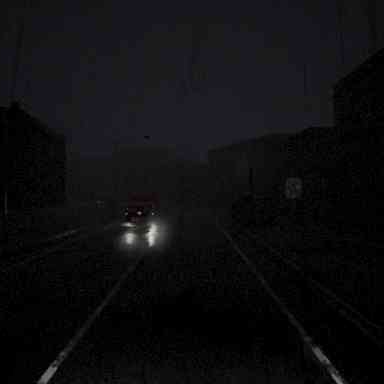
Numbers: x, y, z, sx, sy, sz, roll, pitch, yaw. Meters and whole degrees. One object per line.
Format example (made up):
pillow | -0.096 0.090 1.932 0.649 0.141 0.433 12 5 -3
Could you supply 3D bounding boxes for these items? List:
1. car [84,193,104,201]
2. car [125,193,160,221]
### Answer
car | -18.898 1.039 63.926 4.902 1.511 2.128 1 0 40
car | -3.677 1.084 25.740 2.150 2.045 5.566 0 0 -1
